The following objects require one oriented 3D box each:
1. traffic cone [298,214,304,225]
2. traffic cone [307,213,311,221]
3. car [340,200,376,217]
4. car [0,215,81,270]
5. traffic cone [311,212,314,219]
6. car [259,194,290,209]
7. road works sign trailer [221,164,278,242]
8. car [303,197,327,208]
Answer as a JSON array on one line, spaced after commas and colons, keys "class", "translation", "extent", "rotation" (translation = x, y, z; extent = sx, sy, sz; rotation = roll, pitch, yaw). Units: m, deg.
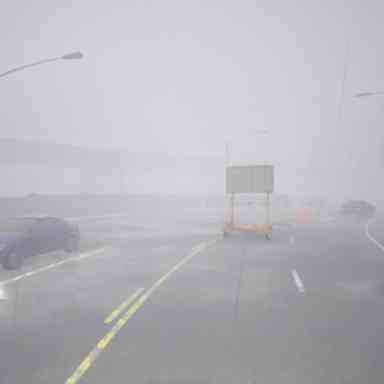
[{"class": "traffic cone", "translation": [7.337, 1.928, 22.259], "extent": [0.340, 0.580, 0.340], "rotation": [0, 0, 26]}, {"class": "traffic cone", "translation": [8.211, 1.924, 24.055], "extent": [0.340, 0.580, 0.340], "rotation": [-1, 0, 26]}, {"class": "car", "translation": [15.153, 1.466, 30.316], "extent": [2.033, 1.411, 5.357], "rotation": [-1, 0, 42]}, {"class": "car", "translation": [-5.586, 1.537, 11.310], "extent": [1.812, 1.442, 4.674], "rotation": [0, 0, 13]}, {"class": "traffic cone", "translation": [9.087, 1.921, 25.854], "extent": [0.340, 0.580, 0.340], "rotation": [-1, 0, 26]}, {"class": "car", "translation": [11.878, 1.290, 47.637], "extent": [2.150, 2.045, 5.566], "rotation": [-1, -1, 44]}, {"class": "road works sign trailer", "translation": [2.936, 0.457, 16.615], "extent": [2.380, 3.560, 2.880], "rotation": [0, 0, 26]}, {"class": "car", "translation": [18.088, 1.532, 48.813], "extent": [4.674, 1.442, 1.812], "rotation": [0, -1, -43]}]
